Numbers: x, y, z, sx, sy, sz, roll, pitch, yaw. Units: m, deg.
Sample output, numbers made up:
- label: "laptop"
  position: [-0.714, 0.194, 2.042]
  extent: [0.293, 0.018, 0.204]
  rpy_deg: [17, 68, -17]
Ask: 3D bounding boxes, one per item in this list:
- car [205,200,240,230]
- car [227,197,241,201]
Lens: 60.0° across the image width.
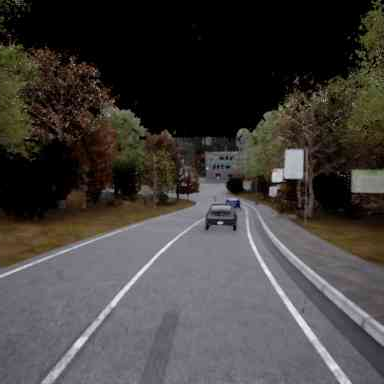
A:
- label: "car"
  position: [1.915, 1.476, 20.947]
  extent: [1.837, 1.490, 4.892]
  rpy_deg: [1, 0, 8]
- label: "car"
  position: [5.181, 1.411, 42.508]
  extent: [1.882, 1.535, 5.008]
  rpy_deg: [1, 0, 8]
